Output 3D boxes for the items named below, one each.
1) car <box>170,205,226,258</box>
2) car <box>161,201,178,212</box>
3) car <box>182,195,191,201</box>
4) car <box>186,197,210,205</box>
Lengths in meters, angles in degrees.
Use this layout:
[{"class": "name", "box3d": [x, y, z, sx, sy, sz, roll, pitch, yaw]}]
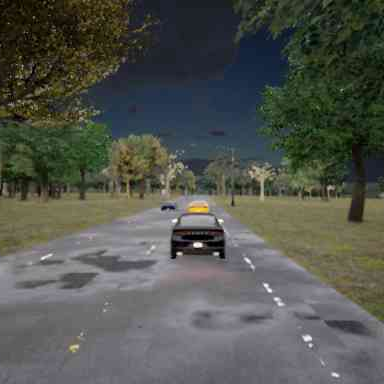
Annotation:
[{"class": "car", "box3d": [0.229, 1.519, 12.999, 1.882, 1.535, 5.008, 0, 0, 1]}, {"class": "car", "box3d": [-2.740, 1.753, 41.153, 1.895, 1.301, 4.718, 0, 0, 2]}, {"class": "car", "box3d": [-1.419, 1.442, 83.196, 2.097, 1.767, 4.553, 0, 0, -1]}, {"class": "car", "box3d": [0.700, 1.593, 32.753, 1.882, 1.535, 5.008, 0, 0, 2]}]
